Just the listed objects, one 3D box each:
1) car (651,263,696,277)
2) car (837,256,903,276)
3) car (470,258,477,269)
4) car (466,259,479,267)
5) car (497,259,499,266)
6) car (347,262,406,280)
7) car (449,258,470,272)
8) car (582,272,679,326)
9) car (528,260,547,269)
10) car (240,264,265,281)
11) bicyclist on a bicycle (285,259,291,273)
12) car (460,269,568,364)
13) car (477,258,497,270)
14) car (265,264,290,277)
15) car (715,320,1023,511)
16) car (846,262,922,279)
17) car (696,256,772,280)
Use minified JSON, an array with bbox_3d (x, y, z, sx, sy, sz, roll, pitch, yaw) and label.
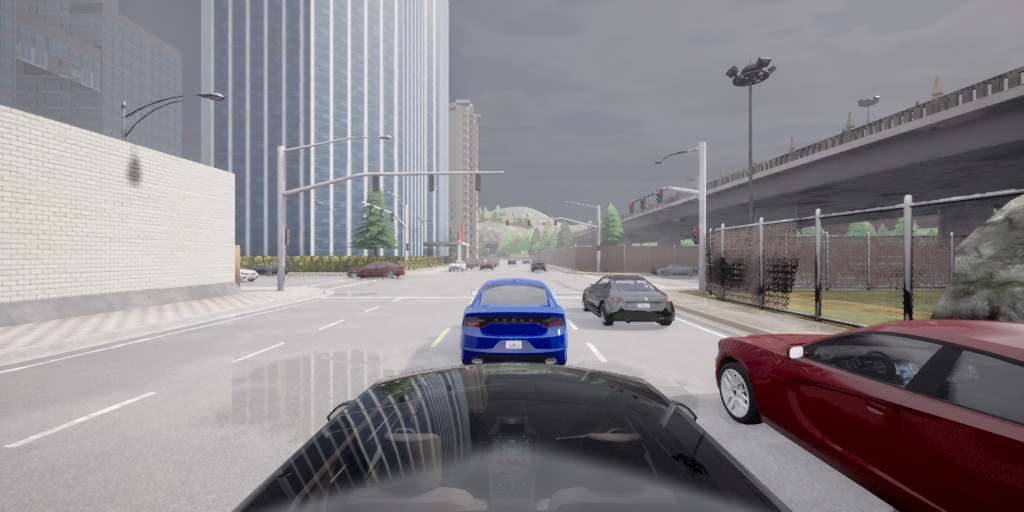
[{"bbox_3d":[16.020,1.368,35.475,4.181,1.385,1.994,0,0,0],"label":"car"},{"bbox_3d":[35.664,1.027,35.507,5.566,2.045,2.150,0,0,0],"label":"car"},{"bbox_3d":[-7.078,1.102,56.136,2.097,1.767,4.553,0,0,0],"label":"car"},{"bbox_3d":[-7.051,1.314,64.776,1.994,1.385,4.181,0,0,-1],"label":"car"},{"bbox_3d":[-3.566,1.351,61.058,1.895,1.301,4.718,0,0,0],"label":"car"},{"bbox_3d":[-12.020,1.273,31.919,5.008,1.535,1.882,0,0,0],"label":"car"},{"bbox_3d":[-7.086,1.276,47.271,1.812,1.442,4.674,0,0,0],"label":"car"},{"bbox_3d":[3.576,1.314,11.709,1.994,1.385,4.181,0,0,0],"label":"car"},{"bbox_3d":[3.459,1.253,46.850,1.837,1.490,4.892,-1,0,1],"label":"car"},{"bbox_3d":[-22.634,1.331,28.218,4.674,1.442,1.812,0,0,0],"label":"car"},{"bbox_3d":[-25.296,1.106,40.175,0.582,1.620,1.656,0,0,0],"label":"bicyclist on a bicycle"},{"bbox_3d":[0.053,1.228,8.049,1.882,1.535,5.008,0,0,1],"label":"car"},{"bbox_3d":[-3.579,1.351,51.894,1.895,1.301,4.718,0,0,0],"label":"car"},{"bbox_3d":[-24.793,1.406,35.393,4.718,1.301,1.895,0,0,0],"label":"car"},{"bbox_3d":[3.601,1.228,2.715,1.882,1.535,5.008,0,0,0],"label":"car"},{"bbox_3d":[33.259,1.406,32.004,4.718,1.301,1.895,0,0,0],"label":"car"},{"bbox_3d":[19.999,1.027,31.980,5.566,2.045,2.150,0,0,0],"label":"car"}]
